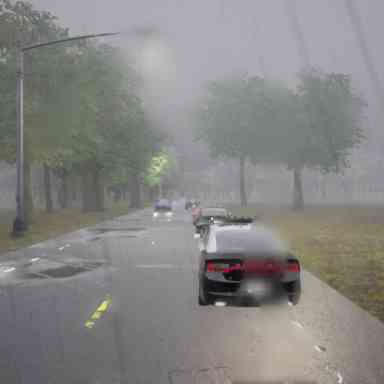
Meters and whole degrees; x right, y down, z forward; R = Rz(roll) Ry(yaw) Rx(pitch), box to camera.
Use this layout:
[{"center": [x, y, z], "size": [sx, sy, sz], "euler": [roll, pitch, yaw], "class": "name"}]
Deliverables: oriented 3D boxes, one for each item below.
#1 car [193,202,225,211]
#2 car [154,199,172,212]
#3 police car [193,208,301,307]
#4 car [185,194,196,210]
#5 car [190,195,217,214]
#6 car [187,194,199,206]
[{"center": [1.102, 1.501, 18.059], "size": [1.837, 1.490, 4.892], "euler": [0, 0, 0], "class": "car"}, {"center": [-3.386, 1.547, 39.587], "size": [1.882, 1.535, 5.008], "euler": [0, 0, 0], "class": "car"}, {"center": [1.073, 1.422, 8.168], "size": [1.930, 1.638, 5.238], "euler": [0, 0, 0], "class": "police car"}, {"center": [0.176, 1.466, 45.518], "size": [2.097, 1.767, 4.553], "euler": [0, 0, 1], "class": "car"}, {"center": [1.118, 1.353, 24.032], "size": [2.097, 1.767, 4.553], "euler": [0, 0, 0], "class": "car"}, {"center": [0.171, 1.456, 59.505], "size": [2.150, 2.045, 5.566], "euler": [0, -1, 0], "class": "car"}]
